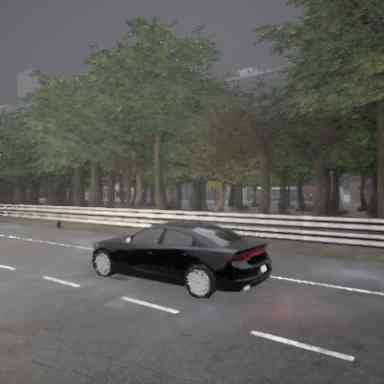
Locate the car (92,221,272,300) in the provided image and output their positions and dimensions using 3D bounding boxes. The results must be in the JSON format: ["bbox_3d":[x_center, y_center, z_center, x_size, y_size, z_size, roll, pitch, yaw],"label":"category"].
[{"bbox_3d":[-0.490,1.497,8.522,5.008,1.535,1.882,0,0,36],"label":"car"}]
